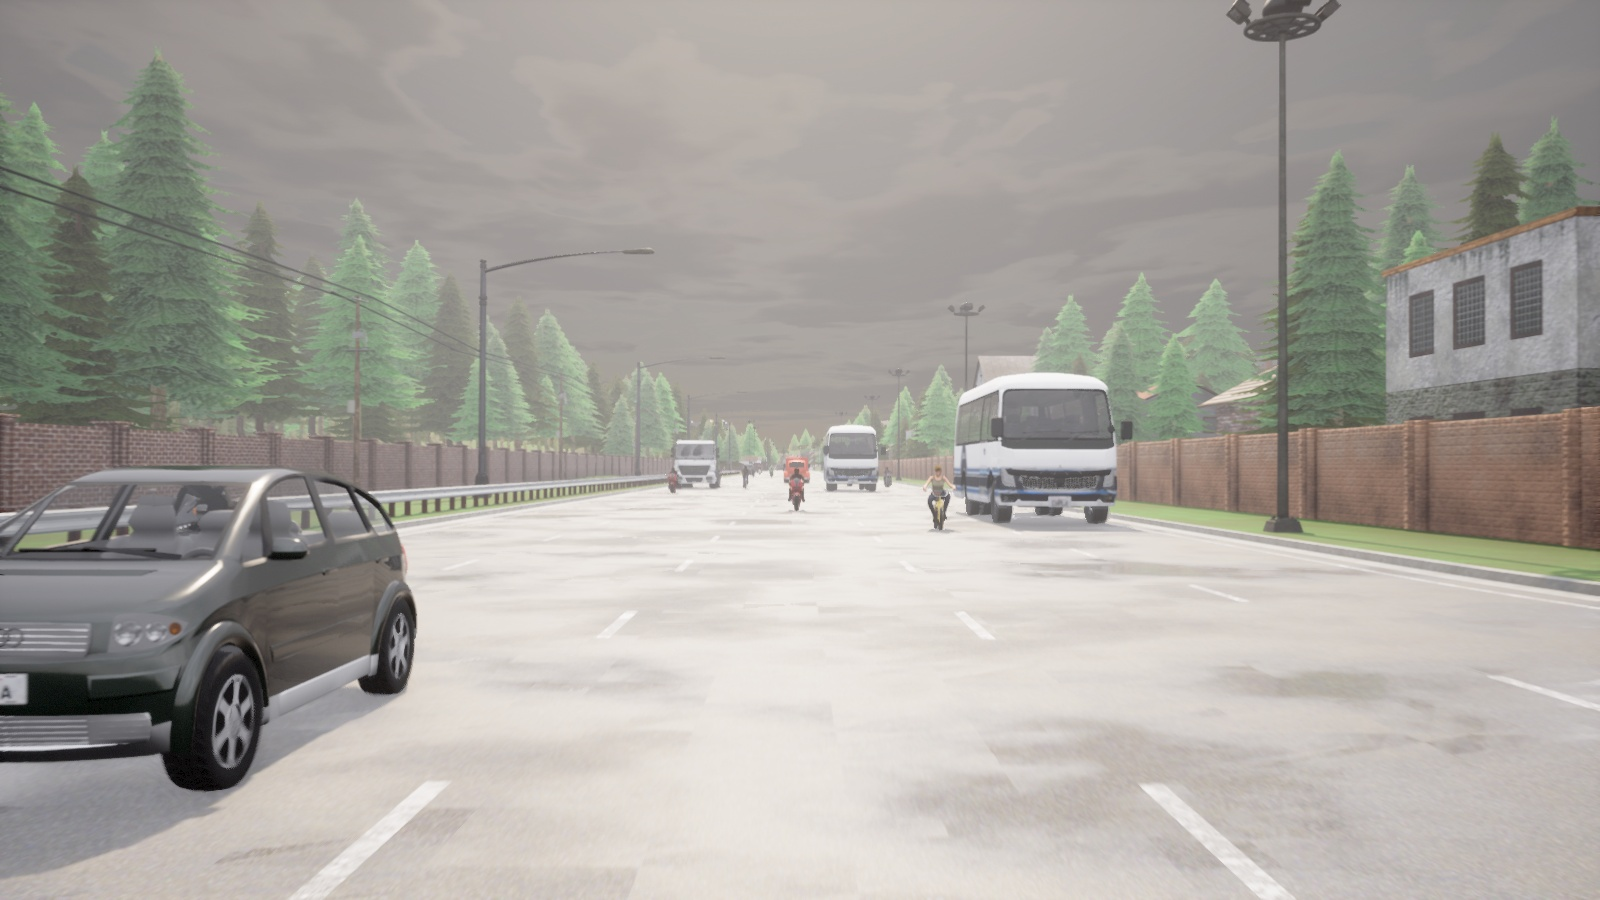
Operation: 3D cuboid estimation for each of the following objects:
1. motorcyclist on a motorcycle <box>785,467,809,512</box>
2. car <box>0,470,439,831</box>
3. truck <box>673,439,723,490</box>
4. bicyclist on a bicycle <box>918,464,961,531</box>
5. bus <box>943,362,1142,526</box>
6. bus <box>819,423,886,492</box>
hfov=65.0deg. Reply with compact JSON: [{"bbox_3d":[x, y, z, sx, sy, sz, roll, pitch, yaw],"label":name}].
[{"bbox_3d":[-0.107,1.377,44.139,0.797,1.523,2.044,0,-1,0],"label":"motorcyclist on a motorcycle"},{"bbox_3d":[-3.518,0.898,7.291,1.789,1.549,3.705,0,-1,0],"label":"car"},{"bbox_3d":[-7.220,1.047,89.806,2.891,3.462,7.936,0,-1,0],"label":"truck"},{"bbox_3d":[3.425,1.143,30.981,0.866,1.612,1.509,0,-1,0],"label":"bicyclist on a bicycle"},{"bbox_3d":[6.903,-0.094,37.813,3.944,4.253,10.273,0,-1,0],"label":"bus"},{"bbox_3d":[3.295,0.518,82.786,3.944,4.253,10.273,0,-1,0],"label":"bus"}]
